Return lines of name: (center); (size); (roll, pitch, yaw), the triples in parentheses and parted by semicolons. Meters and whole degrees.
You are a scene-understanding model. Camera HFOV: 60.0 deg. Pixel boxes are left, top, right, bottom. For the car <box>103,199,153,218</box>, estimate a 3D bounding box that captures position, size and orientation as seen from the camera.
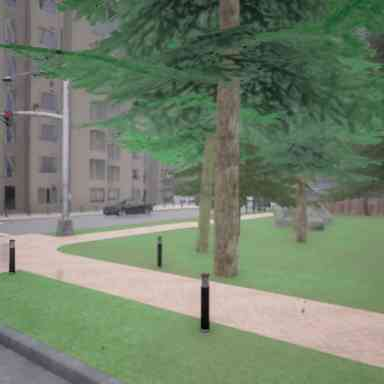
car: (-5.661, 1.390, 29.776); (1.882, 1.535, 5.008); (0, 0, 37)
